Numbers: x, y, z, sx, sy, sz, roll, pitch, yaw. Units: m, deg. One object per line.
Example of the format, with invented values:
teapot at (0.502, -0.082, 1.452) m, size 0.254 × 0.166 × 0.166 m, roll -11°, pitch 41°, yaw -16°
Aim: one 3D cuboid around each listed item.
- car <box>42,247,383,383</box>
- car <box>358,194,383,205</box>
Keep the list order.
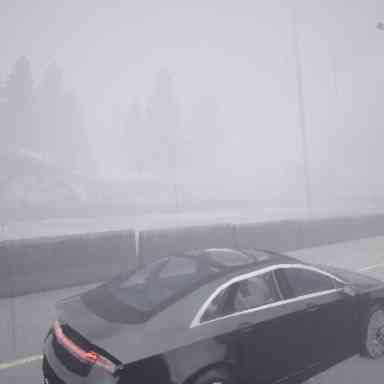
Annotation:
car at (0.752, 1.487, 4.284) m, size 4.902 × 1.511 × 2.128 m, roll 0°, pitch 0°, yaw -36°
car at (25.922, 1.034, 48.219) m, size 4.674 × 1.442 × 1.812 m, roll -1°, pitch 1°, yaw -35°
